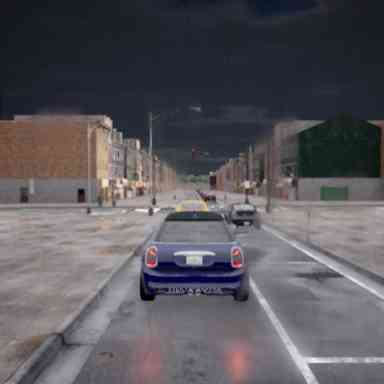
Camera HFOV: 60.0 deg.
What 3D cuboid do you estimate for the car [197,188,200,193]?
[{"bbox_3d":[2.777,0.213,78.418,1.967,1.590,4.097,-1,1,0],"label":"car"}]

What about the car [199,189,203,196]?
[{"bbox_3d":[2.746,0.610,61.825,1.802,1.307,4.206,-1,1,0],"label":"car"}]

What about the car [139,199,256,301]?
[{"bbox_3d":[0.064,1.218,8.150,2.097,1.767,4.553,0,1,1],"label":"car"}]

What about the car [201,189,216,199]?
[{"bbox_3d":[2.723,0.743,50.760,1.887,1.381,4.507,-1,1,0],"label":"car"}]

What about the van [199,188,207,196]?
[{"bbox_3d":[2.785,0.029,83.948,1.690,1.788,3.998,-1,1,0],"label":"van"}]

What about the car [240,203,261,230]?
[{"bbox_3d":[2.659,1.255,18.319,2.008,1.369,4.403,-1,1,0],"label":"car"}]

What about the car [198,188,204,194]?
[{"bbox_3d":[2.768,0.403,72.888,1.887,1.381,4.507,-1,1,0],"label":"car"}]

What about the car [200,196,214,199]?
[{"bbox_3d":[0.054,1.186,18.026,1.882,1.535,5.008,0,1,1],"label":"car"}]
